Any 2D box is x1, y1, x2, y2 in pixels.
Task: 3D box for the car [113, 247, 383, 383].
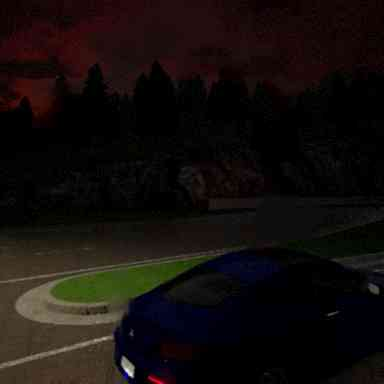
[{"bbox_3d":[1.291,1.508,4.516,4.674,1.442,1.812,0,0,-34],"label":"car"}]
